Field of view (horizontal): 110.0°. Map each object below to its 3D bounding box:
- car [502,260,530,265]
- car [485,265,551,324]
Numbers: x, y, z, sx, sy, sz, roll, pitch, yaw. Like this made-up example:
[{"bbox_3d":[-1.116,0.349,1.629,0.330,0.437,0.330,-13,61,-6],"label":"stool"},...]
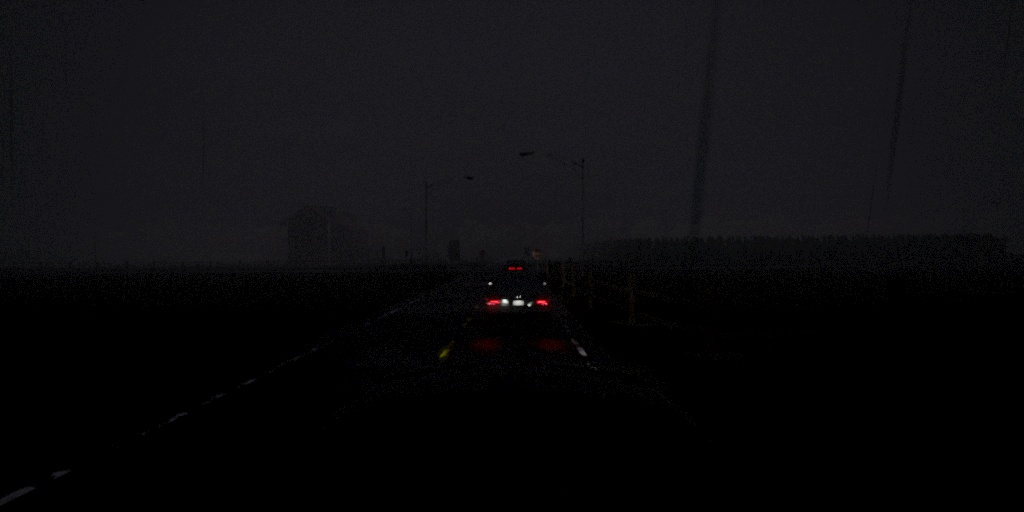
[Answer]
[{"bbox_3d":[0.288,1.003,26.444,1.837,1.490,4.892,0,0,0],"label":"car"},{"bbox_3d":[0.174,1.198,11.498,2.033,1.411,5.357,0,1,0],"label":"car"}]
